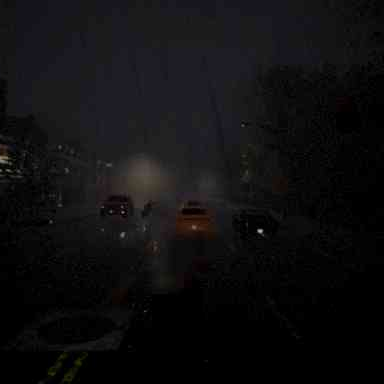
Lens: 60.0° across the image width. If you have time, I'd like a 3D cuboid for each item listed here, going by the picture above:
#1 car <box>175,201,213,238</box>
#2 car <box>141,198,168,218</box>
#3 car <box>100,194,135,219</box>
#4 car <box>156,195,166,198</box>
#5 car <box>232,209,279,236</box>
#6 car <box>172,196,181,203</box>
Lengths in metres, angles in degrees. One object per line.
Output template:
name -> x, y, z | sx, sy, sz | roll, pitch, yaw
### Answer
car -> 0.100, 1.493, 17.975 | 1.882, 1.535, 5.008 | 0, 0, 0
car -> -3.346, 1.551, 30.106 | 1.812, 1.442, 4.674 | 0, 0, 0
car -> -6.596, 1.248, 29.932 | 2.150, 2.045, 5.566 | 0, 0, 0
car -> -6.496, 1.410, 70.083 | 2.097, 1.767, 4.553 | 0, 0, 0
car -> 3.350, 1.616, 18.551 | 1.895, 1.301, 4.718 | 0, 0, 0
car -> -3.246, 1.595, 70.476 | 2.033, 1.411, 5.357 | 0, 0, 0
